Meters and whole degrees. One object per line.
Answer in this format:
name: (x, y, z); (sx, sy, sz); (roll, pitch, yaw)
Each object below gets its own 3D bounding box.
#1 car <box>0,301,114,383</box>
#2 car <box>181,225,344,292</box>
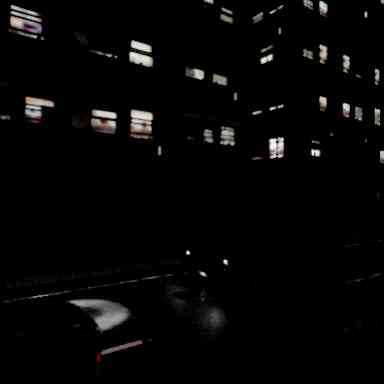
car: (-2.840, 1.484, 1.661); (4.902, 1.511, 2.128); (0, 0, -36)
car: (2.066, 1.637, 9.155); (4.718, 1.301, 1.895); (0, 0, -36)
